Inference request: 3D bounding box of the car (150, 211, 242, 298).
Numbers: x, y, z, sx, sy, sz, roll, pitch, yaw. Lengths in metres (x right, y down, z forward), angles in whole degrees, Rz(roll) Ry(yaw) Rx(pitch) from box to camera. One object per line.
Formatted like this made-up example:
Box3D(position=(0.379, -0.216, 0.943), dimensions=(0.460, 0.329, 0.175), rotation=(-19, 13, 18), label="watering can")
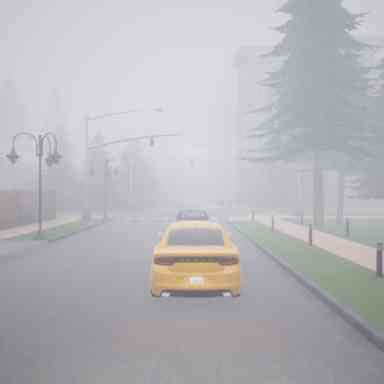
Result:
Box3D(position=(0.078, 1.486, 8.616), dimensions=(1.882, 1.535, 5.008), rotation=(0, 0, 0), label="car")
